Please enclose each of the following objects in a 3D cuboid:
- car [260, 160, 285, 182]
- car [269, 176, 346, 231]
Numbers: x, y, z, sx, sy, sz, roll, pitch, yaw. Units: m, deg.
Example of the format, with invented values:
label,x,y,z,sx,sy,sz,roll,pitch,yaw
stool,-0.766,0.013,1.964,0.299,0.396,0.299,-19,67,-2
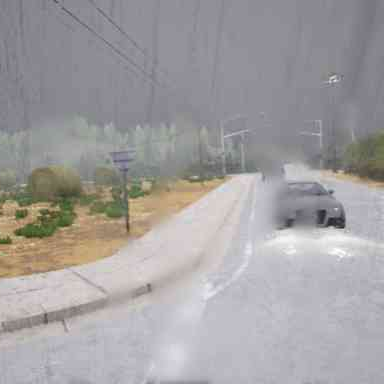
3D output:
label,x,y,z,sx,sy,sz,roll,pitch,yaw
car,8.483,-2.320,35.123,2.150,2.045,5.566,-3,5,12
car,3.762,0.363,11.348,1.994,1.385,4.181,-2,5,12
